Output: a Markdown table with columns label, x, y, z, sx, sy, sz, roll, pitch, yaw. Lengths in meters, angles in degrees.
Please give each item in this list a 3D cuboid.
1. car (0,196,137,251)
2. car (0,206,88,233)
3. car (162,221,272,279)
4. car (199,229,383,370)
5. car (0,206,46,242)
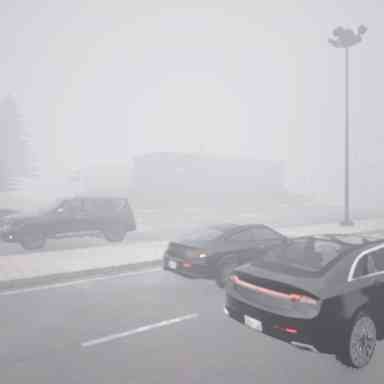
| label | x | y | z | sx | sy | sz | roll | pitch | yaw |
| --- | --- | --- | --- | --- | --- | --- | --- | --- | --- |
| car | -5.143 | 1.212 | 14.454 | 5.566 | 2.045 | 2.150 | 0 | 0 | -35 |
| car | -8.991 | 1.592 | 20.298 | 4.718 | 1.301 | 1.895 | 0 | 0 | -35 |
| car | 1.423 | 1.512 | 9.062 | 4.674 | 1.442 | 1.812 | 0 | 0 | -36 |
| car | 2.764 | 1.479 | 5.719 | 4.902 | 1.511 | 2.128 | 0 | 0 | -36 |
| car | -9.628 | 1.503 | 15.547 | 4.892 | 1.490 | 1.837 | 0 | 0 | -35 |
